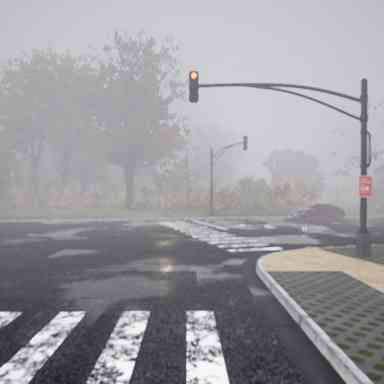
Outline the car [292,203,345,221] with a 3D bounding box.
[{"bbox_3d":[10.779,1.696,28.330,4.674,1.442,1.812,1,0,-19],"label":"car"}]
